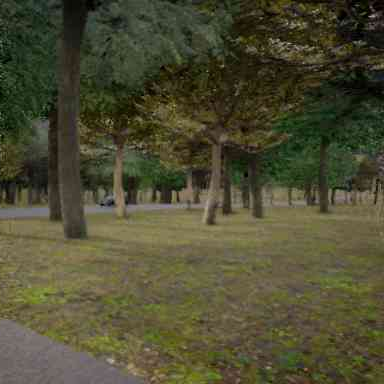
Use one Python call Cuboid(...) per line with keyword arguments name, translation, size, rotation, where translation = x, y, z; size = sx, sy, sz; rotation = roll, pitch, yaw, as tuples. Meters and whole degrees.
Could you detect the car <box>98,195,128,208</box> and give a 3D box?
Cuboid(name="car", translation=(-13.354, 1.559, 56.930), size=(2.150, 2.045, 5.566), rotation=(2, 1, 33))
